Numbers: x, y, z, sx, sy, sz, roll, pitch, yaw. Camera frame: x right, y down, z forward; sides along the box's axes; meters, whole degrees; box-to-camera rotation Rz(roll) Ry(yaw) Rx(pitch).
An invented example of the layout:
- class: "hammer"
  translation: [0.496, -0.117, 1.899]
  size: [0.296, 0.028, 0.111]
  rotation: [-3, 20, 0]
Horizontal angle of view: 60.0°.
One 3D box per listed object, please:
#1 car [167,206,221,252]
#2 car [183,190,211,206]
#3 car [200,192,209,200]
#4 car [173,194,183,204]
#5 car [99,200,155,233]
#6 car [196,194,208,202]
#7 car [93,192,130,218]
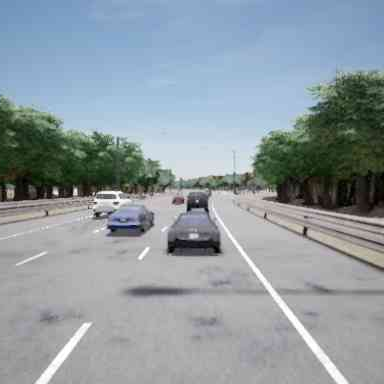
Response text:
- class: "car"
  translation: [0.091, 1.471, 13.476]
  size: [1.994, 1.385, 4.181]
  rotation: [0, 0, 1]
- class: "car"
  translation: [0.577, 0.966, 34.131]
  size: [2.150, 2.045, 5.566]
  rotation: [0, 0, 2]
- class: "car"
  translation: [2.711, 0.878, 73.709]
  size: [1.837, 1.490, 4.892]
  rotation: [0, 1, 4]
- class: "car"
  translation: [-2.009, 1.101, 53.292]
  size: [1.812, 1.442, 4.674]
  rotation: [0, 1, 3]
- class: "car"
  translation: [-3.292, 1.406, 18.731]
  size: [2.033, 1.411, 5.357]
  rotation: [0, 0, 1]
- class: "car"
  translation: [1.787, 1.086, 59.815]
  size: [1.994, 1.385, 4.181]
  rotation: [0, 1, 3]
- class: "car"
  translation: [-6.561, 1.001, 27.984]
  size: [2.150, 2.045, 5.566]
  rotation: [0, 1, 2]
